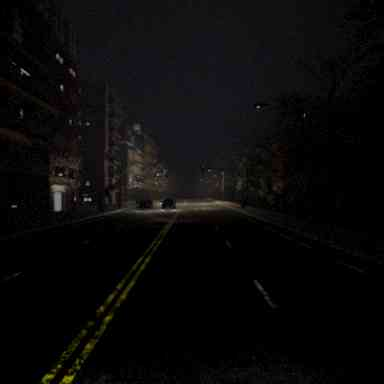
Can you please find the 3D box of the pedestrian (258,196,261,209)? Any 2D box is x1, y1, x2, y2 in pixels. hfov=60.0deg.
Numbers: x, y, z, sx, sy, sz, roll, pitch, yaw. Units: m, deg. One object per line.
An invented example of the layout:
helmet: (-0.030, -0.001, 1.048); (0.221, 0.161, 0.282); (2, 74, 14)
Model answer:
pedestrian: (10.016, 1.534, 49.677); (0.375, 1.860, 0.375); (0, 0, 0)

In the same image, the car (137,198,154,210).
car: (-6.518, 1.670, 46.748); (1.882, 1.535, 5.008); (0, -1, 0)

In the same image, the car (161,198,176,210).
car: (-3.262, 1.702, 47.491); (1.837, 1.490, 4.892); (0, -1, 0)

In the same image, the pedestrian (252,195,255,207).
pedestrian: (9.015, 1.343, 49.078); (0.375, 1.860, 0.375); (0, 0, 0)

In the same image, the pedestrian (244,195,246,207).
pedestrian: (8.015, 1.349, 50.278); (0.375, 1.860, 0.375); (0, 0, 0)

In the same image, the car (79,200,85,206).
car: (-22.782, 2.114, 64.096); (4.206, 1.307, 1.802); (-1, 1, -1)
